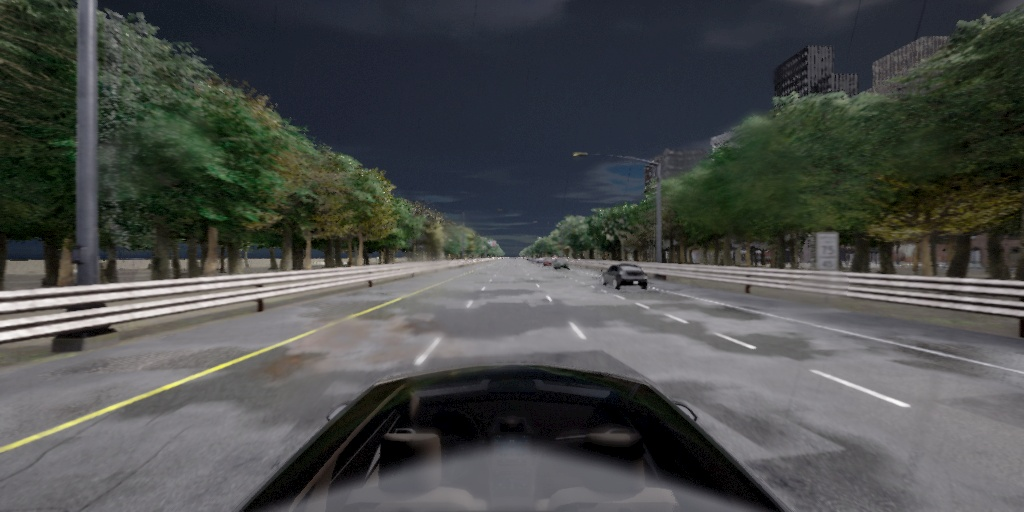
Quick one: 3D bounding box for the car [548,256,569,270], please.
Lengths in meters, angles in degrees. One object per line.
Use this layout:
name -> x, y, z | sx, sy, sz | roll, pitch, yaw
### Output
car -> 7.008, 1.131, 52.589 | 2.097, 1.767, 4.553 | 0, 0, 0

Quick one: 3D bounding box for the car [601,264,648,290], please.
car -> 6.999, 1.262, 22.713 | 1.837, 1.490, 4.892 | 0, 0, 0
